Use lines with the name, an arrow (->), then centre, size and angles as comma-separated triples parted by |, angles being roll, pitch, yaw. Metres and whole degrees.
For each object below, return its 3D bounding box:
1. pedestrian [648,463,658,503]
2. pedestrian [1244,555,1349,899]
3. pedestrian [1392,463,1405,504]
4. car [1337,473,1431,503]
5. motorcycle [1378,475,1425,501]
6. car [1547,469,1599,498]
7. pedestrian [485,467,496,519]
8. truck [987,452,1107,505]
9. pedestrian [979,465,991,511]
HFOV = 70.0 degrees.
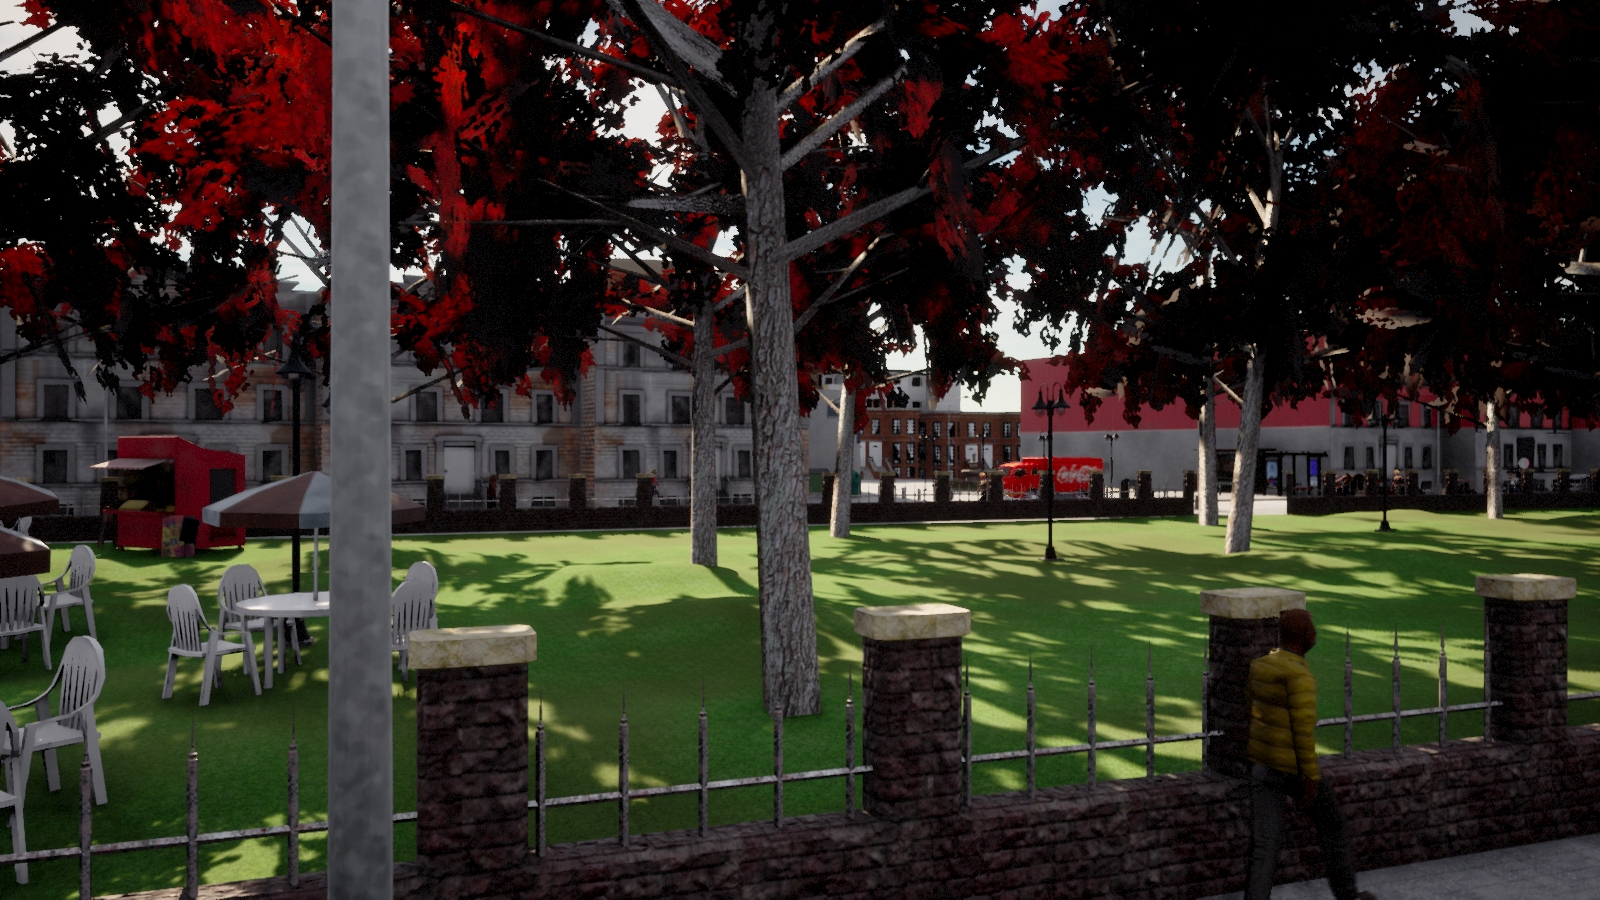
pedestrian -> -6.856, 1.529, 53.245 | 0.375, 1.860, 0.375 | 0, 0, -20
pedestrian -> 2.720, 1.527, 6.271 | 0.375, 1.860, 0.375 | 0, 0, -20
pedestrian -> 27.629, 1.543, 52.723 | 0.375, 1.860, 0.375 | 0, 0, -20
car -> 29.992, 1.930, 58.701 | 4.181, 1.385, 1.994 | -1, 0, -20
motorcycle -> 31.146, 1.969, 59.123 | 2.356, 1.277, 0.764 | 0, 0, -20
car -> 44.596, 1.853, 63.996 | 4.902, 1.511, 2.128 | 0, 0, -20
pedestrian -> -11.056, 1.526, 40.797 | 0.375, 1.860, 0.375 | 0, 0, -16
truck -> 12.182, 1.360, 56.466 | 5.204, 2.467, 2.627 | 0, 0, -20
pedestrian -> 7.483, 1.532, 46.259 | 0.375, 1.860, 0.375 | 0, 0, -17
